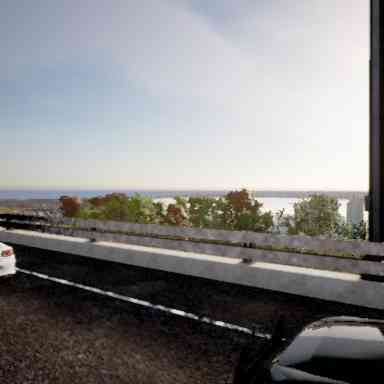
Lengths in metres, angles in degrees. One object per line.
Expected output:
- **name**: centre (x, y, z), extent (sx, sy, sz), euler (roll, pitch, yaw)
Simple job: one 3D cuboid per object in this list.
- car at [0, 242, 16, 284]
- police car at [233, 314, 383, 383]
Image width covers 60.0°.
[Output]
- **car**: centre (-6.200, 1.525, 8.329), extent (4.674, 1.442, 1.812), euler (0, 0, 36)
- **police car**: centre (2.673, 1.506, 1.960), extent (4.974, 1.542, 2.038), euler (0, 0, 35)
